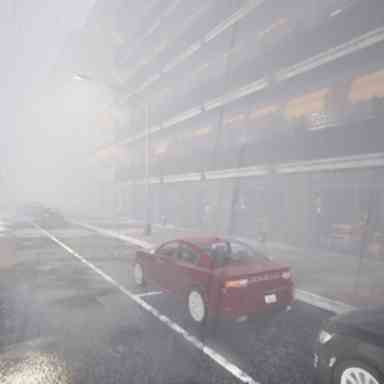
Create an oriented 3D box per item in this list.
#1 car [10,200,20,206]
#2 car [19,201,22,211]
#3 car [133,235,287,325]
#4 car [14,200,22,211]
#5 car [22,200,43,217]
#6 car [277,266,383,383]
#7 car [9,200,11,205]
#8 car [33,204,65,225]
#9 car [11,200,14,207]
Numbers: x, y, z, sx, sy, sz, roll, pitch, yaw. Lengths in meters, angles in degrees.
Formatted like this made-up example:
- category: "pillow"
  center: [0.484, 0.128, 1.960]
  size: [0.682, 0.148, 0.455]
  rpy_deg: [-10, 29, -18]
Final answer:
- category: "car"
  center: [-40.005, 2.476, 75.133]
  size: [1.802, 1.307, 4.206]
  rpy_deg: [0, -1, -31]
- category: "car"
  center: [-19.935, 2.043, 41.218]
  size: [1.802, 1.307, 4.206]
  rpy_deg: [0, -1, -31]
- category: "car"
  center: [0.137, 1.610, 7.304]
  size: [1.887, 1.381, 4.507]
  rpy_deg: [0, -1, -31]
- category: "car"
  center: [-25.669, 2.146, 50.908]
  size: [1.947, 1.339, 4.313]
  rpy_deg: [0, -1, -31]
- category: "car"
  center: [-17.068, 1.842, 36.374]
  size: [1.967, 1.590, 4.097]
  rpy_deg: [0, -1, -31]
- category: "car"
  center: [3.004, 1.565, 2.458]
  size: [2.008, 1.369, 4.403]
  rpy_deg: [0, -1, -31]
- category: "car"
  center: [-37.224, 2.356, 70.435]
  size: [1.752, 1.417, 4.829]
  rpy_deg: [0, -1, -31]
- category: "car"
  center: [-11.332, 1.867, 26.681]
  size: [1.802, 1.307, 4.206]
  rpy_deg: [0, -1, -31]
- category: "car"
  center: [-31.404, 2.142, 60.599]
  size: [1.967, 1.590, 4.097]
  rpy_deg: [0, -1, -31]
